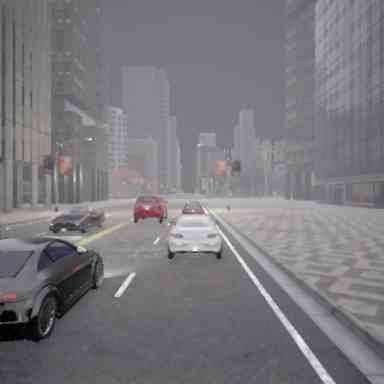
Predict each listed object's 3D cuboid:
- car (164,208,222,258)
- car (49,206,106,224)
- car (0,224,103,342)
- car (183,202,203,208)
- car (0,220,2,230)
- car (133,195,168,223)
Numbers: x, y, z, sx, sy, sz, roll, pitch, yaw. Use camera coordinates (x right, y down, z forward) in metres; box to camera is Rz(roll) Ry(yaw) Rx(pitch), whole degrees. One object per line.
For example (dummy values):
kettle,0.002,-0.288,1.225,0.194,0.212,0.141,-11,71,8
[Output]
car,0.100,1.548,12.741,1.812,1.442,4.674,0,0,0
car,-6.595,1.573,19.765,2.033,1.411,5.357,0,0,0
car,-3.149,1.577,6.501,1.994,1.385,4.181,0,0,0
car,0.101,1.587,30.439,1.994,1.385,4.181,0,0,0
car,-9.848,1.375,13.507,2.097,1.767,4.553,0,0,0
car,-3.150,1.247,26.026,2.150,2.045,5.566,0,0,0
